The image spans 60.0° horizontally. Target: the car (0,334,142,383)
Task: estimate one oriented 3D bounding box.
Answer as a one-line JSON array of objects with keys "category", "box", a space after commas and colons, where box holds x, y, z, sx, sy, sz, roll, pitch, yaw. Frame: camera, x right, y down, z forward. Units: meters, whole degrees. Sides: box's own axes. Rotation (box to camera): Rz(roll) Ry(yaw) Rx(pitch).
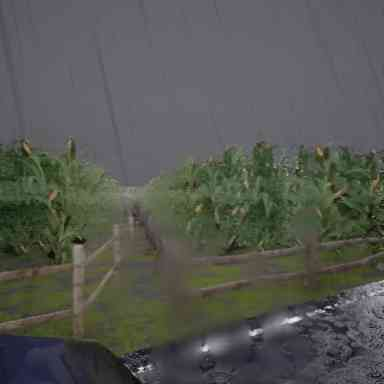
[{"category": "car", "box": [-2.118, 1.557, 1.440, 4.181, 1.385, 1.994, 0, 0, -34]}]
